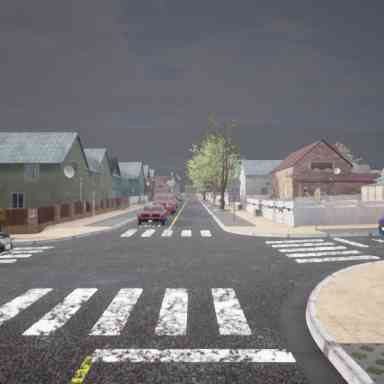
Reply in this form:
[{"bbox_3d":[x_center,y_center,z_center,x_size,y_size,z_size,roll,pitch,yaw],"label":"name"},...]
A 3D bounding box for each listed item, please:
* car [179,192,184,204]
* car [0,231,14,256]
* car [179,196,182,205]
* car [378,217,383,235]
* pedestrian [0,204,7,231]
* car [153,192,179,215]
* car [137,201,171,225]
[{"bbox_3d":[-2.707,1.032,60.299,2.150,2.045,5.566,0,0,0],"label":"car"},{"bbox_3d":[-8.681,1.664,11.108,4.902,1.511,2.128,-2,-1,-5],"label":"car"},{"bbox_3d":[-2.809,1.605,45.080,1.895,1.301,4.718,0,0,1],"label":"car"},{"bbox_3d":[10.421,1.191,13.838,5.008,1.535,1.882,-2,-1,-2],"label":"car"},{"bbox_3d":[-9.679,1.463,16.681,0.375,1.860,0.375,0,0,0],"label":"pedestrian"},{"bbox_3d":[-2.825,1.227,34.875,2.150,2.045,5.566,0,0,0],"label":"car"},{"bbox_3d":[-2.798,1.606,24.156,1.895,1.301,4.718,0,0,-1],"label":"car"}]
